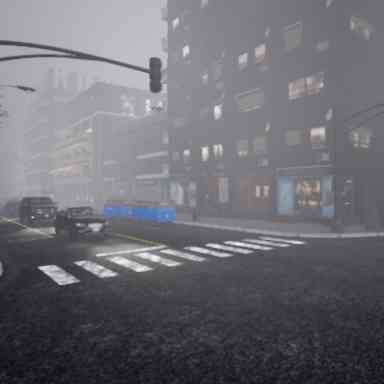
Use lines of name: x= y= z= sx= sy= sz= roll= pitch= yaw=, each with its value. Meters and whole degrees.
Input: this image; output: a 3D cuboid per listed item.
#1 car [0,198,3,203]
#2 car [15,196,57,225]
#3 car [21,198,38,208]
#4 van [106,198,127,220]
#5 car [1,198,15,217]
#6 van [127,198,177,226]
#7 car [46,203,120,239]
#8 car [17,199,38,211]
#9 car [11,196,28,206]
car: x=-45.068 y=2.203 z=81.380 sx=1.887 sy=1.381 sz=4.507 roll=-2 pitch=1 yaw=-36
car: x=-12.094 y=1.377 z=26.238 sx=2.150 sy=2.045 sz=5.566 roll=-1 pitch=0 yaw=-36
car: x=-28.778 y=1.844 z=58.988 sx=1.967 sy=1.590 sz=4.097 roll=-2 pitch=1 yaw=-36
van: x=-5.970 y=1.403 z=27.637 sx=1.690 sy=1.788 sz=3.998 roll=-2 pitch=1 yaw=-36
car: x=-18.247 y=1.724 z=34.721 sx=1.882 sy=1.535 sz=5.008 roll=-1 pitch=0 yaw=-36
van: x=-2.712 y=1.356 z=23.158 sx=1.690 sy=1.788 sz=3.998 roll=-2 pitch=1 yaw=-36
car: x=-6.011 y=1.558 z=17.880 sx=2.128 sy=1.511 sz=4.902 roll=-1 pitch=0 yaw=-36
car: x=-23.441 y=1.829 z=47.276 sx=1.837 sy=1.490 sz=4.892 roll=-1 pitch=0 yaw=-36
car: x=-35.298 y=1.819 z=67.942 sx=2.192 sy=1.841 sz=5.009 roll=-2 pitch=1 yaw=-36
